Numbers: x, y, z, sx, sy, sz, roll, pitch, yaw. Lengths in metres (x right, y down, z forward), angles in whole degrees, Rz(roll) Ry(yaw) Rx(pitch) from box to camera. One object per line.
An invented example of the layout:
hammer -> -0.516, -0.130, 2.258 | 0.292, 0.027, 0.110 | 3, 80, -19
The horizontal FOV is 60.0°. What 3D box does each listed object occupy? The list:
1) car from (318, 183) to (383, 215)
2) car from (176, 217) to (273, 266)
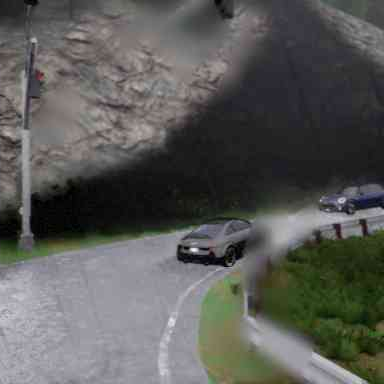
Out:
car -> 10.186, 0.320, 20.920 | 4.553, 1.767, 2.097 | -5, 3, -23
car -> 1.298, 1.609, 12.047 | 1.994, 1.385, 4.181 | -3, 3, 38
